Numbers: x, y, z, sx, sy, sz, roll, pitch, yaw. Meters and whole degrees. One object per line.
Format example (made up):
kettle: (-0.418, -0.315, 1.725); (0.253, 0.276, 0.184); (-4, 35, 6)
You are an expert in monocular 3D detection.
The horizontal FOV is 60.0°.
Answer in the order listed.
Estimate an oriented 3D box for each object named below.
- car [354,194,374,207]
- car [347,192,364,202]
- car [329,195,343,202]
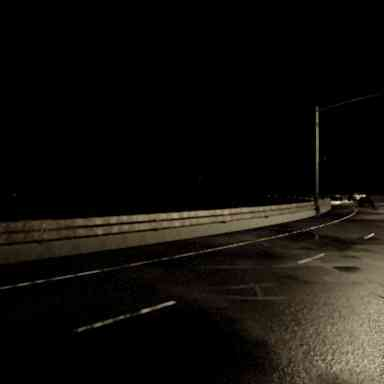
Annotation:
car: (25.043, 1.414, 48.048); (1.837, 1.490, 4.892); (0, 0, 21)
car: (34.252, 1.096, 69.422); (2.150, 2.045, 5.566); (0, 0, 7)
car: (31.175, 1.396, 72.459); (2.128, 1.511, 4.902); (0, 0, 5)
